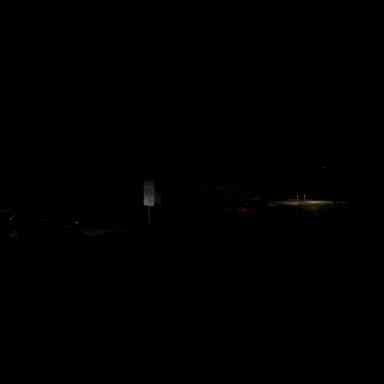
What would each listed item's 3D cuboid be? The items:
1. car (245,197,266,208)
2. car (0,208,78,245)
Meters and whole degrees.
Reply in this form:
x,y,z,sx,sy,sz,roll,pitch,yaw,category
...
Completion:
x,y,z,sx,sy,sz,roll,pitch,yaw,category
8.860,1.462,46.532,1.812,1.442,4.674,1,0,29,car
-7.671,1.508,15.780,1.837,1.490,4.892,1,1,30,car
